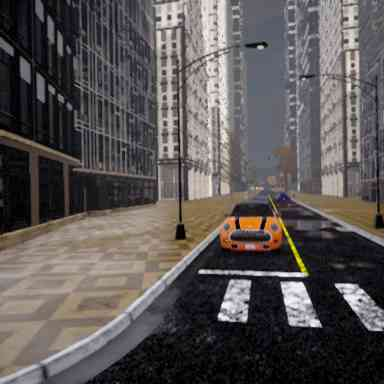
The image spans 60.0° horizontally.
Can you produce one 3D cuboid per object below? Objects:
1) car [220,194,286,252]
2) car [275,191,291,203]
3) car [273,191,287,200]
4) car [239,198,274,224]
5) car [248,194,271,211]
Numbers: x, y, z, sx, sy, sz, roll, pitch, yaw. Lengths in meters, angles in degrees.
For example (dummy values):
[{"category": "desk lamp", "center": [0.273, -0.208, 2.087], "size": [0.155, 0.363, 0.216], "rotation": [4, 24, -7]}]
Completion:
[{"category": "car", "center": [2.366, 1.155, 13.004], "size": [2.097, 1.767, 4.553], "rotation": [-1, 1, 12]}, {"category": "car", "center": [12.735, 0.724, 46.528], "size": [1.812, 1.442, 4.674], "rotation": [-1, 1, 12]}, {"category": "car", "center": [14.855, 0.588, 56.189], "size": [2.033, 1.411, 5.357], "rotation": [-1, 1, 12]}, {"category": "car", "center": [4.556, 1.188, 22.953], "size": [2.033, 1.411, 5.357], "rotation": [-1, 1, 13]}, {"category": "car", "center": [6.836, 1.020, 33.336], "size": [2.033, 1.411, 5.357], "rotation": [-1, 1, 13]}]
